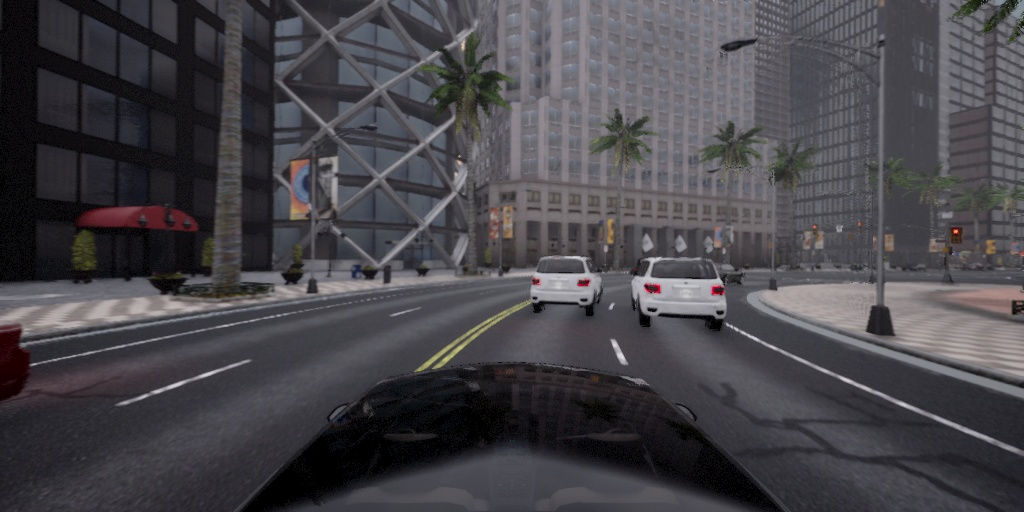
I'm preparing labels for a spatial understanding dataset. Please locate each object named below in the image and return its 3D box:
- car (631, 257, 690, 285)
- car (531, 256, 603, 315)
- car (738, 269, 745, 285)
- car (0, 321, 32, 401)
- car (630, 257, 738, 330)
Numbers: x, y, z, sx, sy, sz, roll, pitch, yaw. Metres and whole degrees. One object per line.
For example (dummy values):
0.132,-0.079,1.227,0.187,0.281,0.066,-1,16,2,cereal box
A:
12.048,1.151,28.930,5.566,2.045,2.150,1,0,-41,car
2.303,1.025,14.180,2.150,2.045,5.566,0,0,17,car
16.013,1.314,27.525,4.553,1.767,2.097,1,0,-39,car
-6.882,1.166,2.200,1.882,1.535,5.008,0,0,3,car
5.179,1.044,11.765,2.150,2.045,5.566,0,0,15,car
